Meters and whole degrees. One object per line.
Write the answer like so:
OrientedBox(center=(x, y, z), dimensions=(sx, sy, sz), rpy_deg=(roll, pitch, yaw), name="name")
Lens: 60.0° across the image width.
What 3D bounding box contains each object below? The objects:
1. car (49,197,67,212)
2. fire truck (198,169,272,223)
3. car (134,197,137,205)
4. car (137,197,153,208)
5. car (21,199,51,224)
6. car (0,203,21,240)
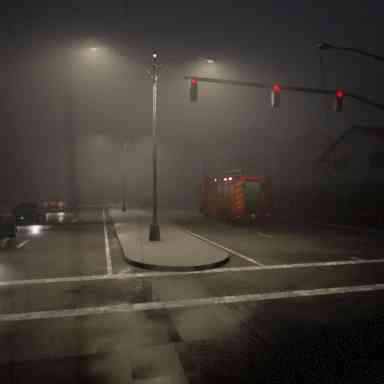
OrientedBox(center=(-15.726, 1.354, 38.298), dimensions=(2.097, 1.767, 4.553), rpy_deg=(0, 0, -15), name="car")
OrientedBox(center=(3.109, 0.342, 26.595), dimensions=(2.891, 3.827, 8.468), rpy_deg=(0, 0, -15), name="fire truck")
OrientedBox(center=(-9.109, 1.525, 58.076), dimensions=(1.812, 1.442, 4.674), rpy_deg=(0, 0, -15), name="car")
OrientedBox(center=(-6.390, 1.505, 48.125), dimensions=(1.837, 1.490, 4.892), rpy_deg=(0, 0, -15), name="car")
OrientedBox(center=(-11.994, 1.505, 24.551), dimensions=(1.837, 1.490, 4.892), rpy_deg=(0, 0, -15), name="car")
OrientedBox(center=(-9.262, 1.352, 14.518), dimensions=(2.097, 1.767, 4.553), rpy_deg=(0, 0, -15), name="car")
